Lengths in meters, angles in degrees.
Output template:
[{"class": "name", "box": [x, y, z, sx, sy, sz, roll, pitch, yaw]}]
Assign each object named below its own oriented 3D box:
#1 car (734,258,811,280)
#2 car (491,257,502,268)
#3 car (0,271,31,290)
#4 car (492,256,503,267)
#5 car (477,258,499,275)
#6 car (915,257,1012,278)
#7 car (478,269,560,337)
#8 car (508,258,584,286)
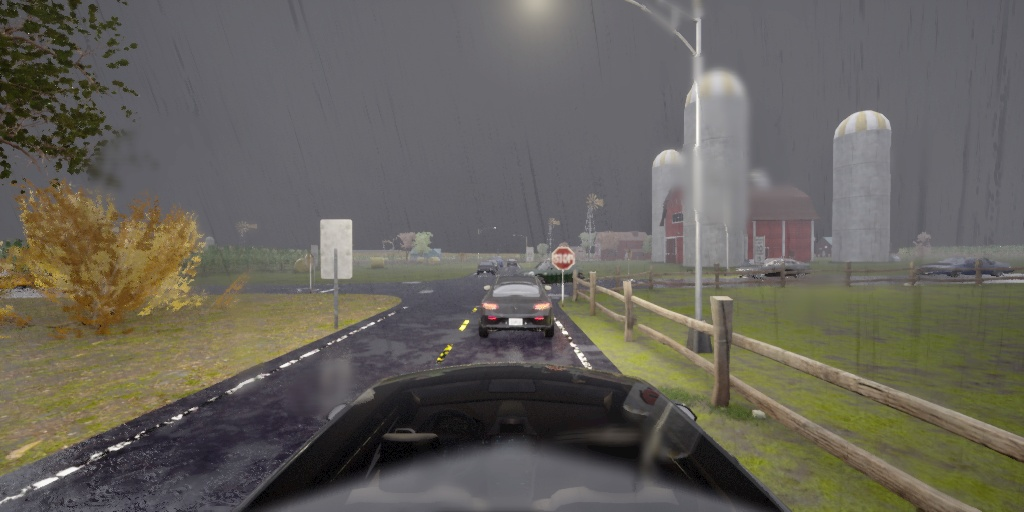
[{"class": "car", "box": [18.738, 0.929, 25.887, 4.902, 1.511, 2.128, -1, 1, 0]}, {"class": "car", "box": [-2.829, 1.270, 50.757, 1.837, 1.490, 4.892, 0, 0, 1]}, {"class": "car", "box": [-37.558, 1.742, 25.514, 5.008, 1.535, 1.882, -1, 1, 0]}, {"class": "car", "box": [-2.805, 0.999, 64.016, 2.150, 2.045, 5.566, 0, 0, 0]}, {"class": "car", "box": [-2.844, 1.305, 40.460, 2.033, 1.411, 5.357, 0, 0, 0]}, {"class": "car", "box": [32.611, 0.788, 25.976, 5.357, 1.411, 2.033, -1, 1, 0]}, {"class": "car", "box": [0.147, 1.274, 10.141, 1.812, 1.442, 4.674, 0, 0, 2]}, {"class": "car", "box": [2.425, 1.085, 23.499, 4.553, 1.767, 2.097, -1, 1, -28]}]
